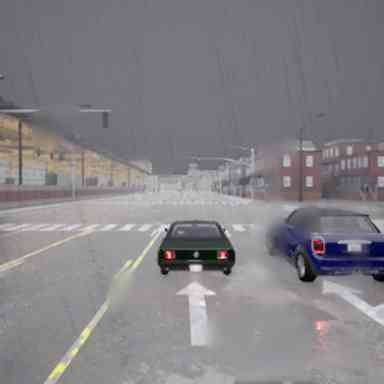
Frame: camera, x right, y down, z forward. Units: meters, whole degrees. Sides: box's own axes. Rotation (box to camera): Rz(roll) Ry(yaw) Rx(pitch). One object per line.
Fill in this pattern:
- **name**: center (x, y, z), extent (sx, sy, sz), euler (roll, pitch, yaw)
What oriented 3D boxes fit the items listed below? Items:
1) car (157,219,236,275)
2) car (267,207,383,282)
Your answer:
- **car**: center (0.100, 1.467, 9.989), extent (1.895, 1.301, 4.718), euler (0, 1, 0)
- **car**: center (3.599, 1.224, 9.528), extent (2.097, 1.767, 4.553), euler (0, 1, -1)
